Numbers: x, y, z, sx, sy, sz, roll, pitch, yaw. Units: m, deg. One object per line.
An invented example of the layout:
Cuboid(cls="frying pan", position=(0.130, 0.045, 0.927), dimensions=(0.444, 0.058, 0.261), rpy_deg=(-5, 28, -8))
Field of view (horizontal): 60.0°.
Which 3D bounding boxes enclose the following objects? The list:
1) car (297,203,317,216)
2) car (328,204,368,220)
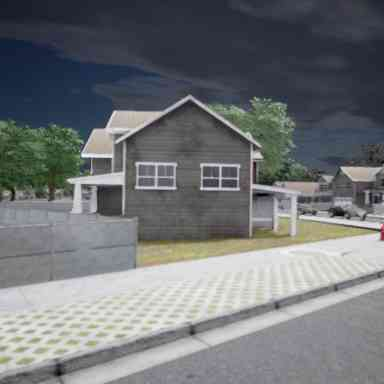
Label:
Cuboid(cls="car", position=(14.669, 2.282, 43.703), dimensions=(1.837, 1.490, 4.892), rpy_deg=(1, -2, -6))
Cuboid(cls="car", position=(15.649, 1.990, 33.597), dimensions=(2.128, 1.511, 4.902), rpy_deg=(1, -2, -5))
